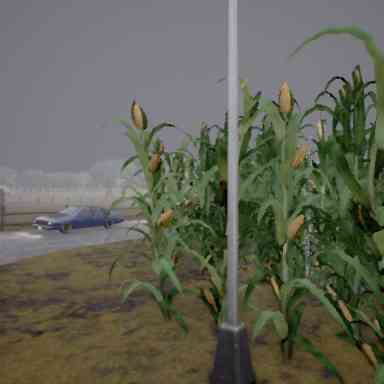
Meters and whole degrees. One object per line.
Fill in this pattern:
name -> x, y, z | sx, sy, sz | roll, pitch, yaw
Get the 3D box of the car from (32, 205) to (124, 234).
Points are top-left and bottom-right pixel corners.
car -> -6.497, 1.517, 19.732 | 2.033, 1.411, 5.357 | 2, 1, 35

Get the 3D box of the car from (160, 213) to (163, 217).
car -> -0.991, 1.520, 27.481 | 1.812, 1.442, 4.674 | 2, 1, 36
